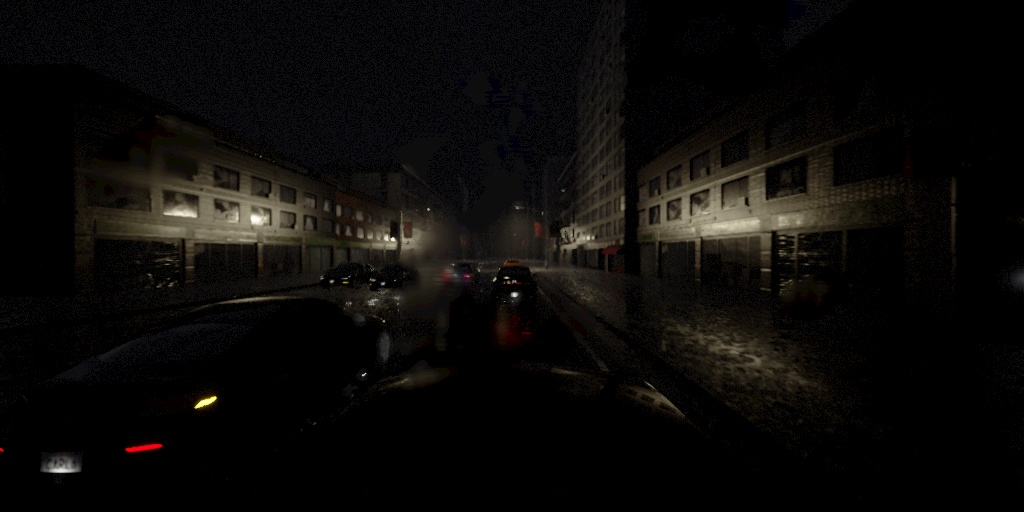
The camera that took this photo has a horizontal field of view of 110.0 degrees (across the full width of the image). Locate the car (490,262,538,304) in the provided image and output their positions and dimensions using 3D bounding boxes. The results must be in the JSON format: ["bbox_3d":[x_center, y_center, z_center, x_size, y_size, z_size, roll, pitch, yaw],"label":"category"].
[{"bbox_3d":[0.101,1.188,15.828,1.837,1.490,4.892,0,0,0],"label":"car"}]

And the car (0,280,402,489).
[{"bbox_3d":[-3.146,1.261,4.809,1.812,1.442,4.674,0,0,0],"label":"car"}]

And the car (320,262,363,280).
[{"bbox_3d":[-9.815,1.161,21.975,1.837,1.490,4.892,0,0,0],"label":"car"}]

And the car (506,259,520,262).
[{"bbox_3d":[0.106,1.067,36.057,1.882,1.535,5.008,0,0,0],"label":"car"}]

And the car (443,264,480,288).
[{"bbox_3d":[-3.144,1.197,23.007,2.033,1.411,5.357,0,0,0],"label":"car"}]

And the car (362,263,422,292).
[{"bbox_3d":[-6.571,1.166,20.705,1.837,1.490,4.892,0,0,0],"label":"car"}]
